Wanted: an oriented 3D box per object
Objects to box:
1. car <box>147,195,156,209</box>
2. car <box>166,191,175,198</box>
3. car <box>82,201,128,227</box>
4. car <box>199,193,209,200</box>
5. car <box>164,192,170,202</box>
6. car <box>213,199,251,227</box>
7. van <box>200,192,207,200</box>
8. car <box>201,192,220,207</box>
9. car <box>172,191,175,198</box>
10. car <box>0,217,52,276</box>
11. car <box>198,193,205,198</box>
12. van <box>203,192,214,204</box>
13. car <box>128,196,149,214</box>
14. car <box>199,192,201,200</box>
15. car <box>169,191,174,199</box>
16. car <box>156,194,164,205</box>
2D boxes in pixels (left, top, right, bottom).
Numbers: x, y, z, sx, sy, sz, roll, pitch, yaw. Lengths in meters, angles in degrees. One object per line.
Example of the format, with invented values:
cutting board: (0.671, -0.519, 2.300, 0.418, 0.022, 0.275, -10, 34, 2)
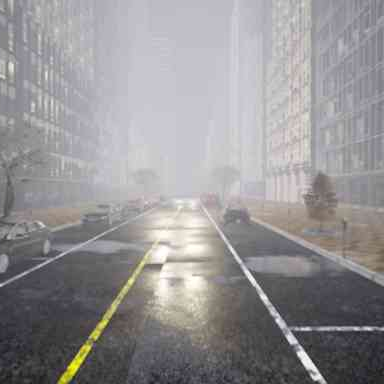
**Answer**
car: (-5.707, 1.191, 38.370, 1.967, 1.590, 4.097, -1, 0, 0)
car: (-5.720, 0.723, 89.521, 2.192, 1.841, 5.009, -1, 0, 0)
car: (-5.702, 1.414, 21.320, 2.008, 1.369, 4.403, -1, 0, 0)
car: (2.665, 0.959, 72.473, 1.967, 1.590, 4.097, -1, 0, 0)
car: (-5.711, 1.166, 61.105, 1.947, 1.339, 4.313, -1, 0, 0)
car: (2.679, 1.409, 21.322, 2.008, 1.369, 4.403, -1, 0, 0)
van: (2.663, 0.822, 78.156, 1.690, 1.788, 3.998, -1, 0, 0)
car: (2.671, 1.024, 44.055, 2.192, 1.841, 5.009, -1, 0, 0)
car: (-5.717, 0.887, 83.839, 1.967, 1.590, 4.097, -1, 0, 0)
car: (-5.700, 1.488, 9.953, 2.008, 1.369, 4.403, -1, 0, 0)
car: (2.662, 0.915, 95.208, 2.008, 1.369, 4.403, -1, 0, 0)
van: (2.669, 0.974, 55.422, 1.690, 1.788, 3.998, -1, 0, 0)
car: (-5.705, 1.370, 32.687, 1.802, 1.307, 4.206, -1, 0, 0)
car: (2.669, 0.986, 49.739, 2.192, 1.841, 5.009, -1, 0, 0)
car: (-5.714, 1.074, 72.472, 2.008, 1.369, 4.403, -1, 0, 0)
car: (-5.709, 1.202, 49.568, 1.752, 1.417, 4.829, -1, 0, 0)
